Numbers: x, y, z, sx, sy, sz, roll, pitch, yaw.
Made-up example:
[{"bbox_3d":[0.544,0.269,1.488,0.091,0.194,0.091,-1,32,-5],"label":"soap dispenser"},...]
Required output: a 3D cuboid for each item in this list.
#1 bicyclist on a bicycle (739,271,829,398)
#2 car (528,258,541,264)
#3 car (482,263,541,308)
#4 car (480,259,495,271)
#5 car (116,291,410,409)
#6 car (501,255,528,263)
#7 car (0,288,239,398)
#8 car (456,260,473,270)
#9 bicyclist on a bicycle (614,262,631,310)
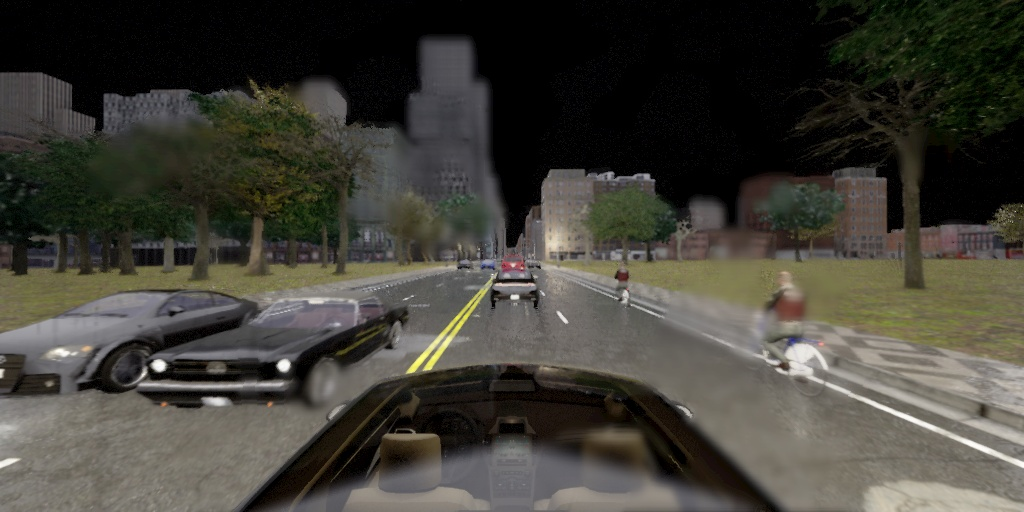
[{"bbox_3d":[4.144,1.115,5.641,0.659,1.776,1.843,0,0,0],"label":"bicyclist on a bicycle"},{"bbox_3d":[3.348,1.316,55.585,1.895,1.301,4.718,0,0,0],"label":"car"},{"bbox_3d":[0.101,1.225,14.993,2.128,1.511,4.902,0,0,0],"label":"car"},{"bbox_3d":[-3.322,1.192,49.475,1.882,1.535,5.008,0,0,0],"label":"car"},{"bbox_3d":[-3.350,1.345,6.274,1.895,1.301,4.718,0,0,0],"label":"car"},{"bbox_3d":[0.103,0.939,34.346,2.150,2.045,5.566,0,0,0],"label":"car"},{"bbox_3d":[-6.599,1.307,6.545,1.994,1.385,4.181,0,0,0],"label":"car"},{"bbox_3d":[-6.569,1.262,50.735,2.033,1.411,5.357,0,0,0],"label":"car"},{"bbox_3d":[4.145,1.106,13.701,0.659,1.776,1.843,0,0,0],"label":"bicyclist on a bicycle"}]
